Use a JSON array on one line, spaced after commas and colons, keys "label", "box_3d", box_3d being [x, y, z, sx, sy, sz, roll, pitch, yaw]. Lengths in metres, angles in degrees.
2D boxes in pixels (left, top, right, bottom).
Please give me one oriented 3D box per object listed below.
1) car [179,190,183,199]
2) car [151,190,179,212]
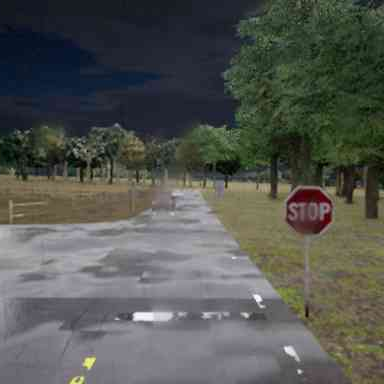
[{"label": "car", "box_3d": [-2.575, 0.442, 57.769, 1.812, 1.442, 4.674, 0, 2, 0]}, {"label": "car", "box_3d": [-2.654, 0.947, 32.174, 2.097, 1.767, 4.553, 0, 1, 0]}]
